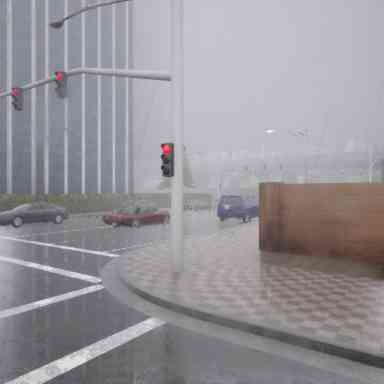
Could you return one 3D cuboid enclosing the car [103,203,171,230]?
[{"bbox_3d":[-3.280,1.601,21.296,1.895,1.301,4.718,0,0,35],"label":"car"}]

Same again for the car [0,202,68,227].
[{"bbox_3d":[-10.967,1.505,22.907,1.837,1.490,4.892,0,0,35],"label":"car"}]

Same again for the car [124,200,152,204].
[{"bbox_3d":[-5.258,1.491,30.936,2.128,1.511,4.902,0,0,35],"label":"car"}]

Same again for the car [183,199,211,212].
[{"bbox_3d":[0.519,1.564,39.040,1.994,1.385,4.181,0,0,35],"label":"car"}]

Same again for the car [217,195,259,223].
[{"bbox_3d":[4.018,1.221,25.525,2.150,2.045,5.566,0,0,35],"label":"car"}]
